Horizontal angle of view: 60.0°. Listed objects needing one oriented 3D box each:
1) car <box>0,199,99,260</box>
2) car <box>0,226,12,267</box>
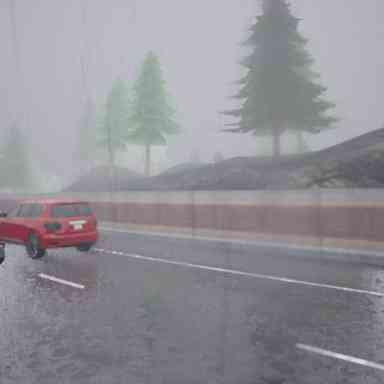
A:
[{"bbox_3d":[-5.981,1.322,13.219,5.566,2.045,2.150,-1,0,40],"label":"car"},{"bbox_3d":[-7.409,1.695,9.853,4.718,1.301,1.895,-1,0,40],"label":"car"}]
